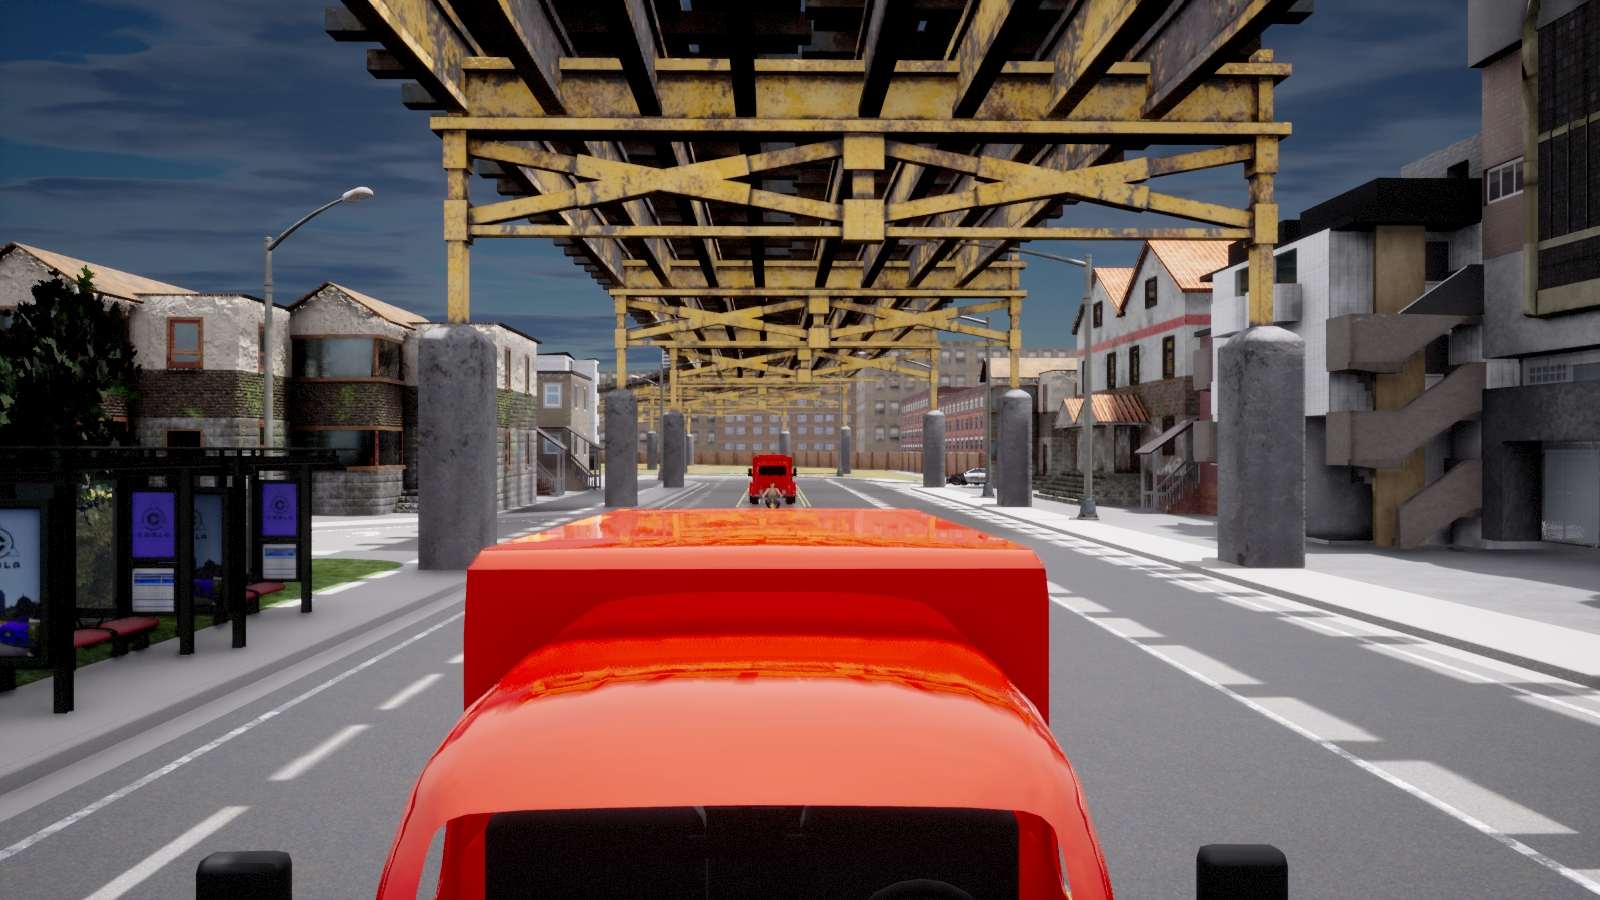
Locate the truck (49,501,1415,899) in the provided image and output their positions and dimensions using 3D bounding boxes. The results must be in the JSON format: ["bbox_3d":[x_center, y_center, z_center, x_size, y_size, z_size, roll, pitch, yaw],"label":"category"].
[{"bbox_3d":[-0.167,1.568,4.802,2.627,2.467,5.204,0,0,-1],"label":"truck"}]

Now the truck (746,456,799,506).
[{"bbox_3d":[-1.441,1.568,59.872,2.627,2.467,5.204,0,0,-1],"label":"truck"}]
